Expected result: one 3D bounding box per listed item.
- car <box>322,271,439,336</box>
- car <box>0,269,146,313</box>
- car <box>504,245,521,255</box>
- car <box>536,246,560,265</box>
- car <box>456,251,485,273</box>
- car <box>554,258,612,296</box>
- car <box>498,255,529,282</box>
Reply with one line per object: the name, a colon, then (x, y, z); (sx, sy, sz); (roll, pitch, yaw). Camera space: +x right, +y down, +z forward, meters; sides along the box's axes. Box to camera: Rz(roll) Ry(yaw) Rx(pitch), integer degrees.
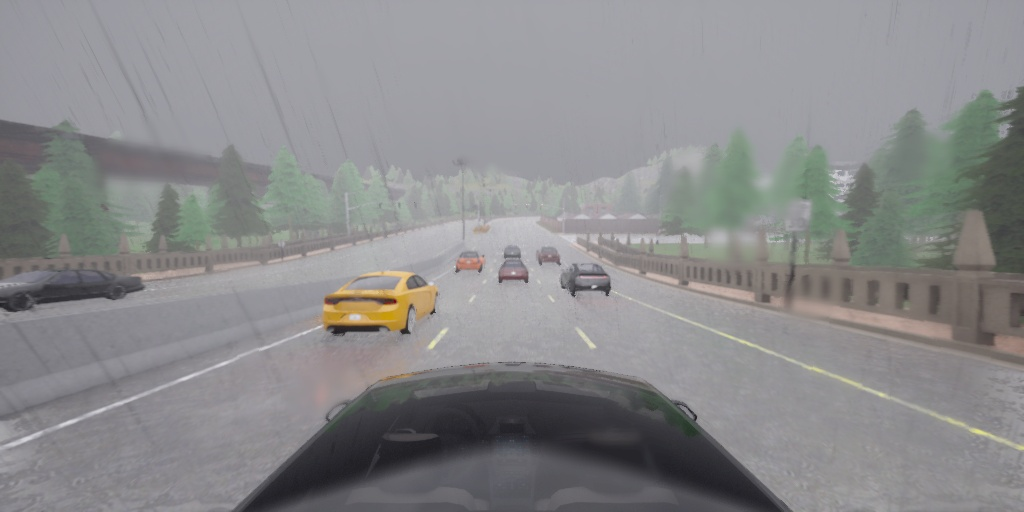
car: (-3.404, 1.173, 10.256); (1.882, 1.535, 5.008); (0, 0, 0)
car: (-17.596, 1.217, 13.874); (2.033, 1.411, 5.357); (0, 0, 0)
car: (0.031, -0.599, 41.350); (1.994, 1.385, 4.181); (0, 7, 0)
car: (3.560, -0.192, 35.895); (2.097, 1.767, 4.553); (0, 6, 0)
car: (-3.418, 0.318, 30.237); (2.097, 1.767, 4.553); (0, 4, 0)
car: (3.594, 1.085, 18.094); (2.128, 1.511, 4.902); (0, 1, 0)
car: (0.091, 0.922, 24.179); (1.994, 1.385, 4.181); (0, 3, 0)
